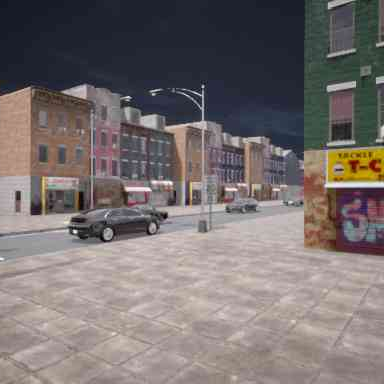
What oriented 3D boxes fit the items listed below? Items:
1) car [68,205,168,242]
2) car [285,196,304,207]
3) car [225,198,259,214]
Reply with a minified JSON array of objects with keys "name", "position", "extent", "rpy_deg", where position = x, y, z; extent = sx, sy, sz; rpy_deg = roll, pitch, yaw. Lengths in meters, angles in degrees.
[{"name":"car","position":[-3.586,1.443,16.197],"extent":[1.837,1.490,4.892],"rpy_deg":[0,0,36]},{"name":"car","position":[14.477,1.244,46.145],"extent":[2.128,1.511,4.902],"rpy_deg":[0,0,36]},{"name":"car","position":[5.079,1.333,33.169],"extent":[1.837,1.490,4.892],"rpy_deg":[0,0,36]}]
